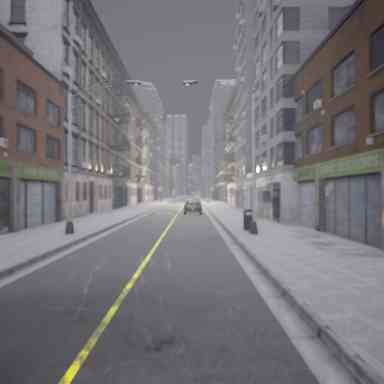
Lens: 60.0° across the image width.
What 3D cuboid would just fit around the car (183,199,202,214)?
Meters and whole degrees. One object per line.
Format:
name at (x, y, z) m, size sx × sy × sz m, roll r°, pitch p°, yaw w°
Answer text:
car at (0.089, 1.513, 35.347) m, size 2.128 × 1.511 × 4.902 m, roll 0°, pitch 0°, yaw 0°
